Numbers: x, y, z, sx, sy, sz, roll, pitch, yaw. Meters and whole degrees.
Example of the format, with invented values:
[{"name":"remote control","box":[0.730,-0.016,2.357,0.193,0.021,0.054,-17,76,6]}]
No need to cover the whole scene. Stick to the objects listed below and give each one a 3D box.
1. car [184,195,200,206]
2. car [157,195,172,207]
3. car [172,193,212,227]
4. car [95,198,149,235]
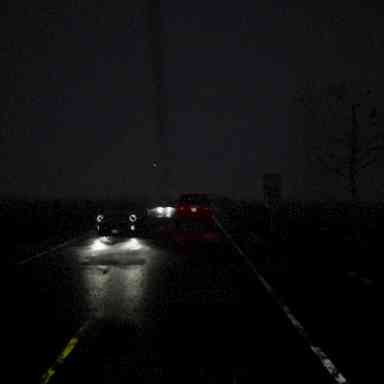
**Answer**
[{"name":"car","box":[0.035,1.154,47.288,2.128,1.511,4.902,0,1,0]},{"name":"car","box":[-3.530,1.172,44.853,2.128,1.511,4.902,0,0,1]},{"name":"car","box":[0.109,1.068,21.351,2.150,2.045,5.566,0,0,0]},{"name":"car","box":[-3.591,1.225,17.692,2.097,1.767,4.553,0,0,0]}]
